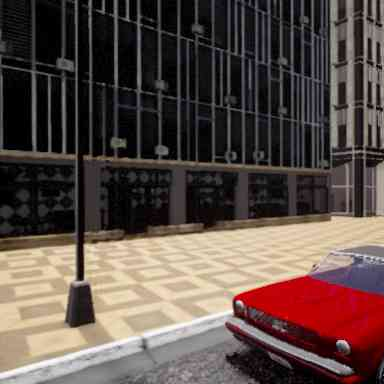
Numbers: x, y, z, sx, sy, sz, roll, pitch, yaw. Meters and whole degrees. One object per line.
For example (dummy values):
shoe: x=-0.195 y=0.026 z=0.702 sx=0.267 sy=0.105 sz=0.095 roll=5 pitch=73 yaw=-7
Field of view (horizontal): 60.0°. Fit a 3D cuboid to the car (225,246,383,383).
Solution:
car: x=2.790 y=1.595 z=5.062 sx=4.718 sy=1.301 sz=1.895 roll=0 pitch=0 yaw=-35
